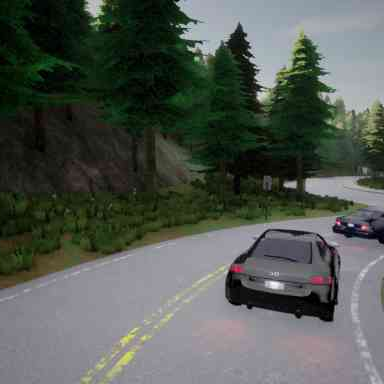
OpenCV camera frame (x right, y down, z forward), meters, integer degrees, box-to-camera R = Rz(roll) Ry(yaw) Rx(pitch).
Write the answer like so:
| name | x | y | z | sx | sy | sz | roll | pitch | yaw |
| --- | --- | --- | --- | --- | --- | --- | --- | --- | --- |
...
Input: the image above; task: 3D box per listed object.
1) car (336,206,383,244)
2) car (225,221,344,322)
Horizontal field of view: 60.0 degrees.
| name | x | y | z | sx | sy | sz | roll | pitch | yaw |
| --- | --- | --- | --- | --- | --- | --- | --- | --- | --- |
| car | 8.624 | 1.372 | 14.989 | 5.357 | 1.411 | 2.033 | -1 | 5 | -33 |
| car | 2.227 | 1.531 | 7.475 | 1.994 | 1.385 | 4.181 | 2 | 2 | 24 |
